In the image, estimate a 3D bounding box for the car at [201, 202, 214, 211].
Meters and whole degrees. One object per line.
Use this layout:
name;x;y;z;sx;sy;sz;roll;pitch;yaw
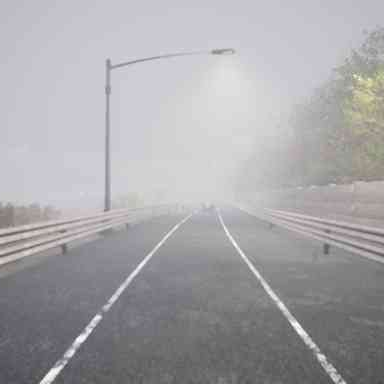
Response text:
car;2.527;2.269;52.689;1.812;1.442;4.674;0;-1;4
